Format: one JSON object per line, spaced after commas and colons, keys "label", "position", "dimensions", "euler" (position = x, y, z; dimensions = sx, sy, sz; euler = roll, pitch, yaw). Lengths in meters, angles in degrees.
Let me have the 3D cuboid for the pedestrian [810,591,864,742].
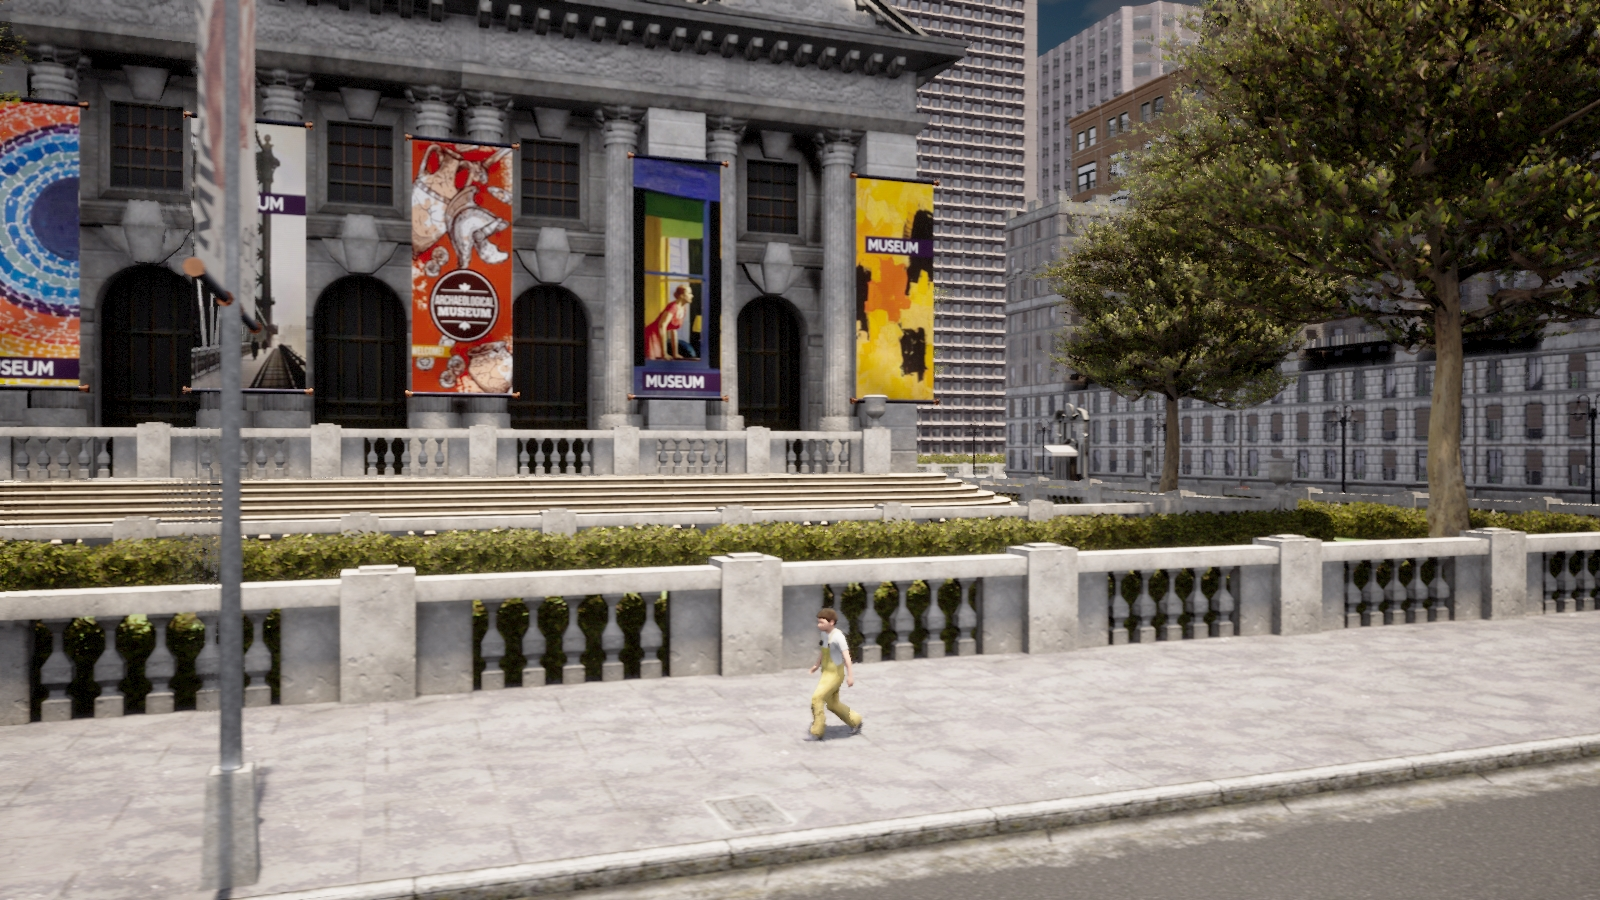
{"label": "pedestrian", "position": [0.338, 1.973, 10.512], "dimensions": [0.375, 1.300, 0.375], "euler": [0, 0, -20]}
